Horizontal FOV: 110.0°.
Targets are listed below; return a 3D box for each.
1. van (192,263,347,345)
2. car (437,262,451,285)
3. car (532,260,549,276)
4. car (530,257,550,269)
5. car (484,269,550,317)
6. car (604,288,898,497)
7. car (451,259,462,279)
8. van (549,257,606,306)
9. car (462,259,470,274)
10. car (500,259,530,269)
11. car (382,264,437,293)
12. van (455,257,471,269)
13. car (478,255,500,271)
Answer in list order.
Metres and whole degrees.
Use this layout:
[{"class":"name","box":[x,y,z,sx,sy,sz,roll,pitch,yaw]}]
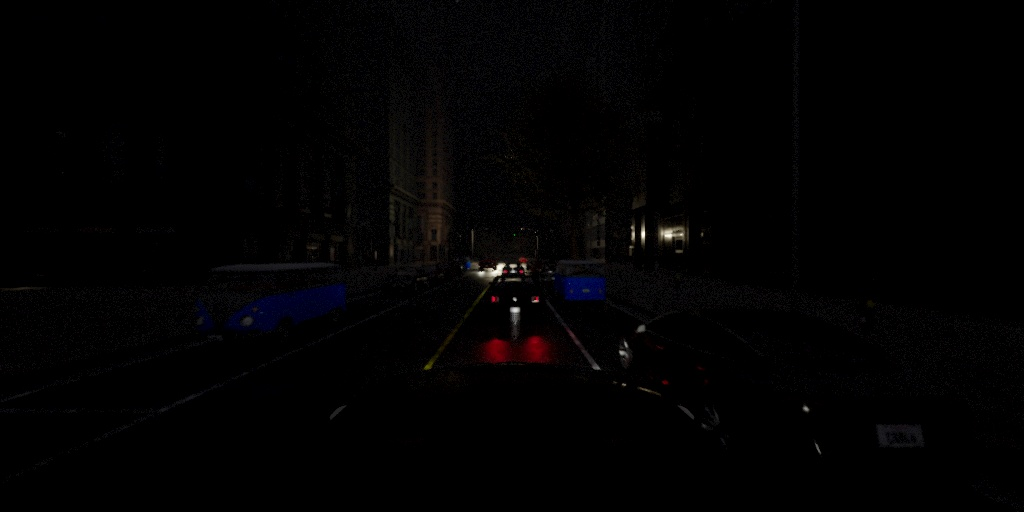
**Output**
[{"class":"van","box":[-5.765,1.067,9.064,1.690,1.789,3.998,0,0,0]},{"class":"car","box":[-5.770,1.258,25.303,1.802,1.307,4.207,0,0,0]},{"class":"car","box":[2.755,1.225,25.785,2.007,1.370,4.403,0,0,0]},{"class":"car","box":[2.753,0.973,31.074,2.192,1.841,5.009,0,0,0]},{"class":"car","box":[0.097,1.314,12.924,1.895,1.301,4.718,0,0,0]},{"class":"car","box":[2.761,1.306,4.630,1.948,1.339,4.313,0,0,0]},{"class":"car","box":[-5.772,1.205,30.717,1.888,1.381,4.507,0,0,0]},{"class":"van","box":[2.758,1.047,15.208,1.690,1.789,3.998,0,0,0]},{"class":"car","box":[-5.773,1.211,36.130,1.948,1.339,4.313,0,0,0]},{"class":"car","box":[0.092,1.212,29.108,2.033,1.411,5.357,0,0,0]},{"class":"car","box":[-5.768,1.243,19.890,2.007,1.370,4.403,0,0,0]},{"class":"van","box":[-5.775,0.971,41.543,1.690,1.789,3.998,0,0,0]},{"class":"car","box":[-3.052,0.841,46.360,2.150,2.045,5.566,0,0,0]}]
